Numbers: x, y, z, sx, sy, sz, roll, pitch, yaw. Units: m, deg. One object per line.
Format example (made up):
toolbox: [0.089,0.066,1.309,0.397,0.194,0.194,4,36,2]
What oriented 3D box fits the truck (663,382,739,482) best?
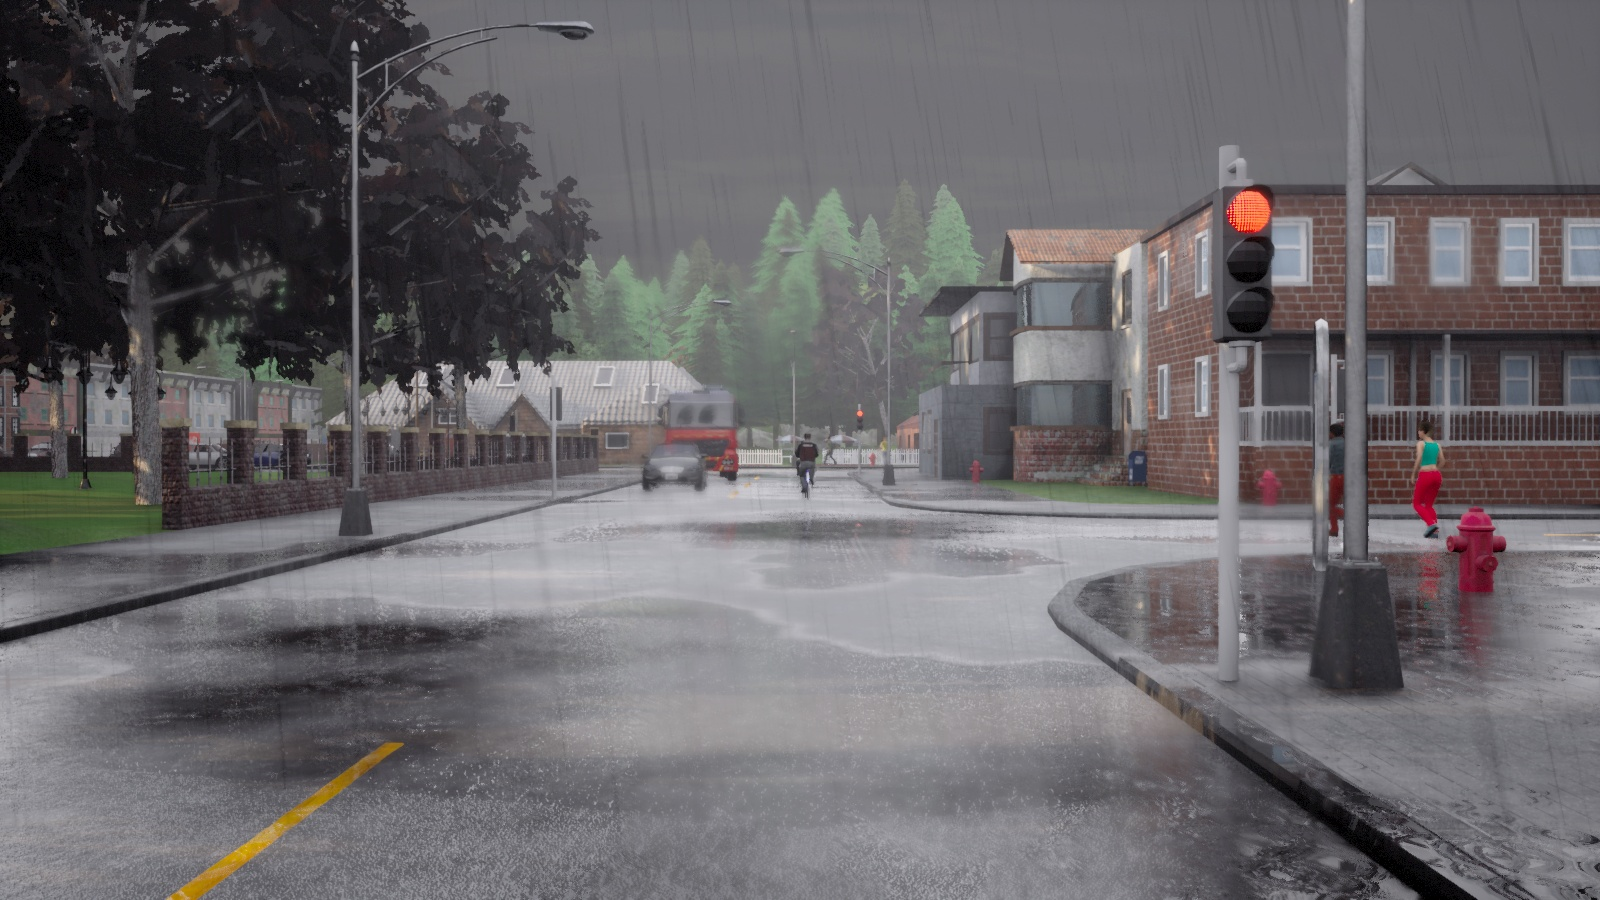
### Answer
truck: [-4.036,-0.718,52.496,2.891,3.827,8.468,0,0,-3]

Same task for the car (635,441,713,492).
car: [-3.927,0.475,39.869,2.128,1.511,4.902,0,0,-2]

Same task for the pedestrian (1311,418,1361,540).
pedestrian: [8.247,0.434,19.317,0.353,1.847,0.614,0,0,-28]

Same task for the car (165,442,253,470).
car: [-31.765,0.305,67.616,3.806,1.475,1.970,0,0,-1]

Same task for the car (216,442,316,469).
car: [-30.423,0.317,71.664,4.792,1.488,2.163,0,0,0]

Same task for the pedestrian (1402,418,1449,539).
pedestrian: [9.648,0.437,19.377,0.345,1.836,0.594,0,0,-16]
